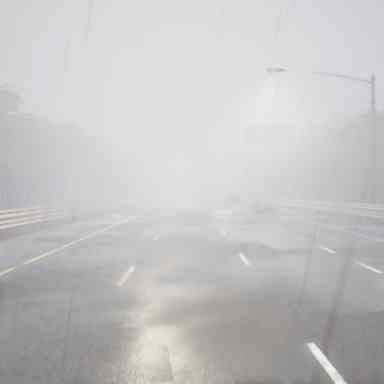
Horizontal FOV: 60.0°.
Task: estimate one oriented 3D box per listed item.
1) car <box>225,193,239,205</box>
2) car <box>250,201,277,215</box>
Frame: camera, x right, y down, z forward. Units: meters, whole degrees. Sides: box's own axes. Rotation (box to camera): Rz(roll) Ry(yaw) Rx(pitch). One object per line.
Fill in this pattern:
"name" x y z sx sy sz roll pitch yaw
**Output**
"car" 7.143 1.199 59.555 2.150 2.045 5.566 0 0 0
"car" 7.053 1.580 33.487 1.895 1.301 4.718 0 0 0
